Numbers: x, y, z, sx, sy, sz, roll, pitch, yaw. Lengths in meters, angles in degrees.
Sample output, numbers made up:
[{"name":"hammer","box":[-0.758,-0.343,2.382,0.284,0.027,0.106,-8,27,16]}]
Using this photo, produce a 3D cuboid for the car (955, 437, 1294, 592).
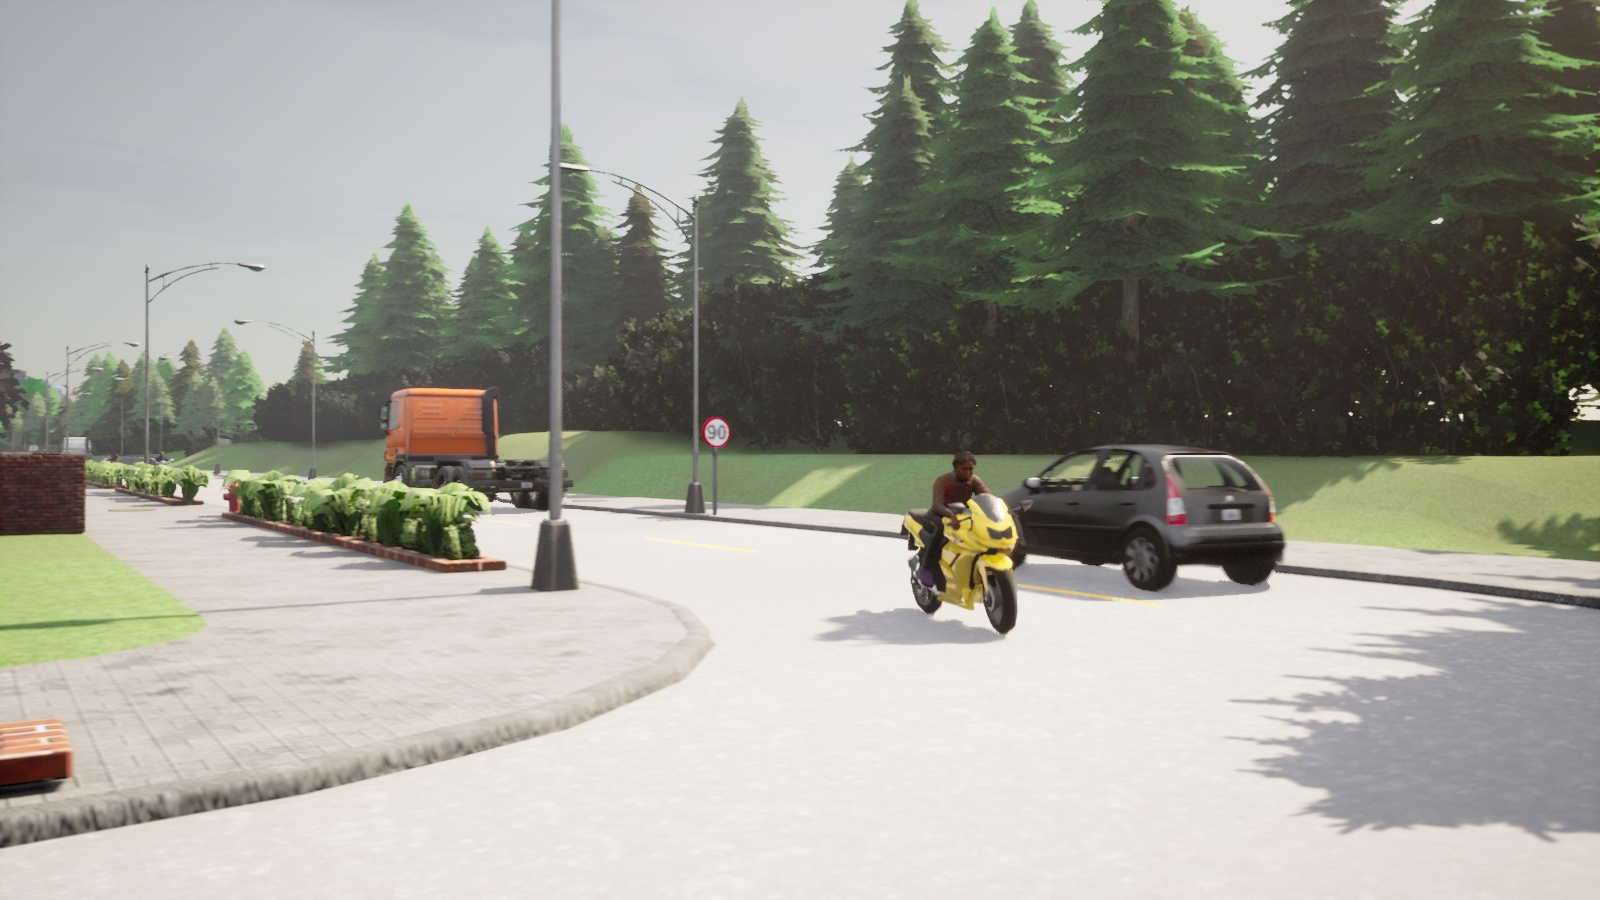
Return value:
[{"name":"car","box":[3.780,0.681,15.350,1.851,1.617,3.988,0,0,-26]}]

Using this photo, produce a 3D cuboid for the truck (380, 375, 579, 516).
[{"name":"truck","box":[-9.108,-0.098,34.887,2.891,3.462,7.936,0,0,-34]}]

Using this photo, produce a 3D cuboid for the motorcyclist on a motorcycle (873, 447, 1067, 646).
[{"name":"motorcyclist on a motorcycle","box":[1.410,0.759,10.875,0.797,1.523,2.044,-2,0,-18]}]
